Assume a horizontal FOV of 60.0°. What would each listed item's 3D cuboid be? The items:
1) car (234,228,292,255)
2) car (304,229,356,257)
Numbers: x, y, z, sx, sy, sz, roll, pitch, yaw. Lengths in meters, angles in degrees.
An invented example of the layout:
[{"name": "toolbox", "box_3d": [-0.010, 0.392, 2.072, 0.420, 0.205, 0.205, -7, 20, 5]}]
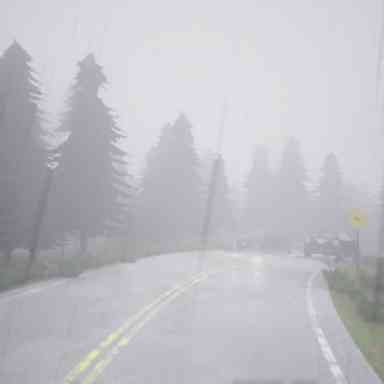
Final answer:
[{"name": "car", "box_3d": [4.471, 2.985, 20.409, 1.837, 1.490, 4.892, -2, -9, 40]}, {"name": "car", "box_3d": [8.560, 3.121, 20.039, 2.097, 1.767, 4.553, 0, -8, 42]}]
